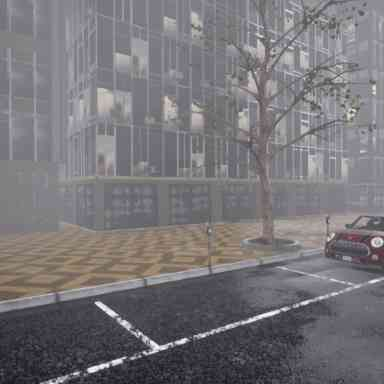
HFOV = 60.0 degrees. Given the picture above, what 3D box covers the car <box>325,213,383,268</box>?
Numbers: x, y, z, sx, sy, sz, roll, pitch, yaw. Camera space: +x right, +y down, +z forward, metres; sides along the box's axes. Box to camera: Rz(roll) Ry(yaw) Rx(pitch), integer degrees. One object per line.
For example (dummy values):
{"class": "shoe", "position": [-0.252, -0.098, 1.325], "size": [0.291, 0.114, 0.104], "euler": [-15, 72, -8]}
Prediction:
{"class": "car", "position": [6.198, 1.439, 10.990], "size": [4.097, 1.590, 1.967], "euler": [0, 0, -36]}
